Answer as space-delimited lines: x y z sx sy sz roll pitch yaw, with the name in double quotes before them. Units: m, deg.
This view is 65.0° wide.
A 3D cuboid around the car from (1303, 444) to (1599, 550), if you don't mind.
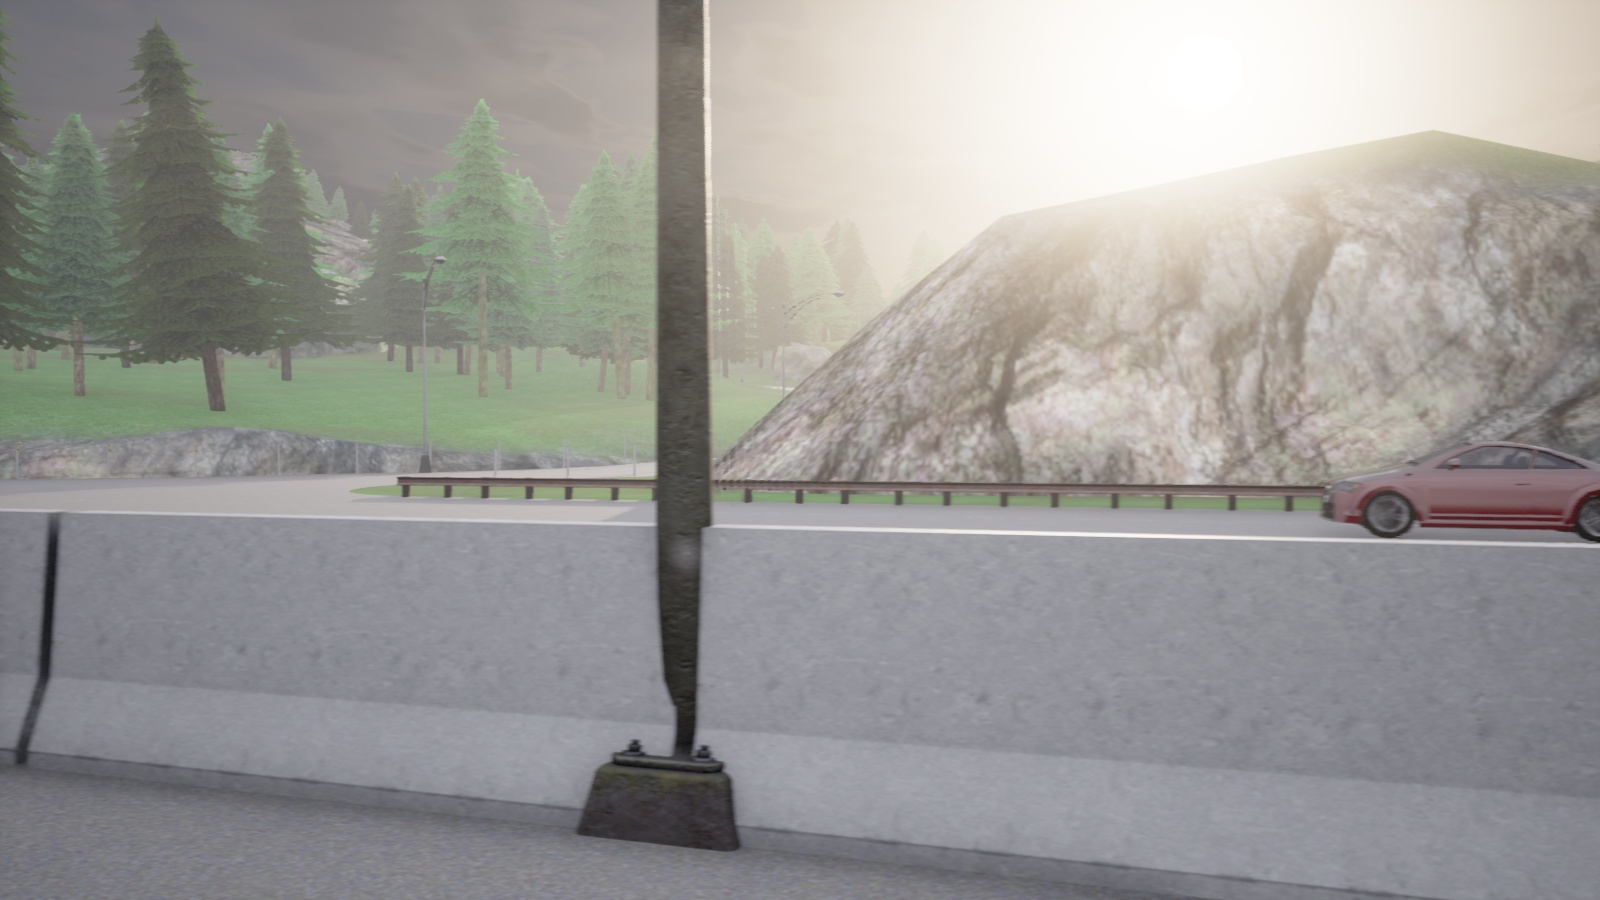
"car" 9.691 0.632 18.396 4.181 1.385 1.994 1 1 19
